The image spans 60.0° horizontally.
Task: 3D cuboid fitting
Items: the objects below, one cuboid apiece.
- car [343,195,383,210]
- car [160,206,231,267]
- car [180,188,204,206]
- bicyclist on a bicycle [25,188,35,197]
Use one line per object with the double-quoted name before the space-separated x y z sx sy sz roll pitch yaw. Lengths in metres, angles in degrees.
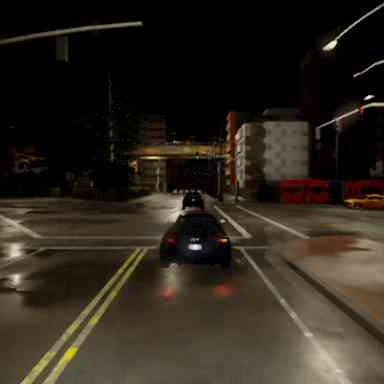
"car" 17.738 1.014 33.260 5.008 1.535 1.882 1 1 0
"car" 0.150 1.363 10.642 1.994 1.385 4.181 0 1 2
"car" 0.121 0.739 33.818 2.097 1.767 4.553 0 1 0
"bicyclist on a bicycle" -29.305 0.180 60.188 0.582 1.620 1.656 1 2 44
